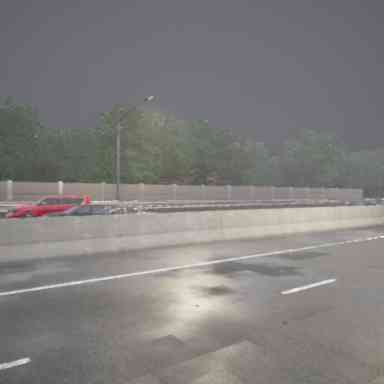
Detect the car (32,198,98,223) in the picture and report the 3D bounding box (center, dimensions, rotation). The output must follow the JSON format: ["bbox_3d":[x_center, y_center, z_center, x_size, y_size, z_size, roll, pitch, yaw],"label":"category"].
[{"bbox_3d":[-10.184,1.391,26.823,4.553,1.767,2.097,0,0,-36],"label":"car"}]

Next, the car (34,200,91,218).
[{"bbox_3d":[-6.776,1.512,20.656,5.008,1.535,1.882,0,0,-36],"label":"car"}]

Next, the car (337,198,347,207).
[{"bbox_3d":[24.531,1.662,51.636,4.553,1.767,2.097,1,0,-35],"label":"car"}]

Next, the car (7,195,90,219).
[{"bbox_3d":[-9.583,1.251,22.951,5.566,2.045,2.150,0,0,-36],"label":"car"}]

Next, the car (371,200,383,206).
[{"bbox_3d":[26.576,1.771,44.515,5.008,1.535,1.882,0,0,-35],"label":"car"}]

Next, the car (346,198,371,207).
[{"bbox_3d":[24.554,1.798,47.368,4.892,1.490,1.837,0,0,-35],"label":"car"}]

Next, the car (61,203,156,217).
[{"bbox_3d":[-4.199,1.530,18.196,4.902,1.511,2.128,1,0,-35],"label":"car"}]
